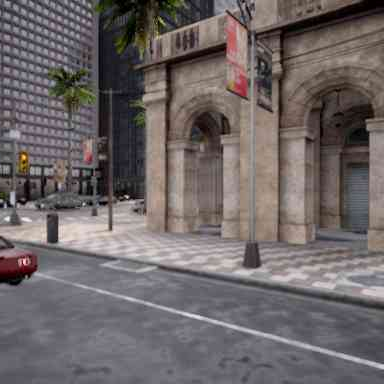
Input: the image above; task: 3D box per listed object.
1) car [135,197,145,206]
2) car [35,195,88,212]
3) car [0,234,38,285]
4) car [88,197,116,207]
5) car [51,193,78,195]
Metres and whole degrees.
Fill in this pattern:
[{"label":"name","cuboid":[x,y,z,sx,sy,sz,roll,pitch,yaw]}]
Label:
[{"label":"car","cuboid":[-5.713,1.493,51.498,2.033,1.411,5.357,0,0,36]},{"label":"car","cuboid":[-15.055,1.438,38.545,2.128,1.511,4.902,0,0,36]},{"label":"car","cuboid":[-5.882,1.586,8.240,4.718,1.301,1.895,0,0,37]},{"label":"car","cuboid":[-13.977,1.449,51.317,2.161,1.482,4.786,0,0,35]},{"label":"car","cuboid":[-16.844,1.162,42.048,2.150,2.045,5.566,0,0,36]}]
